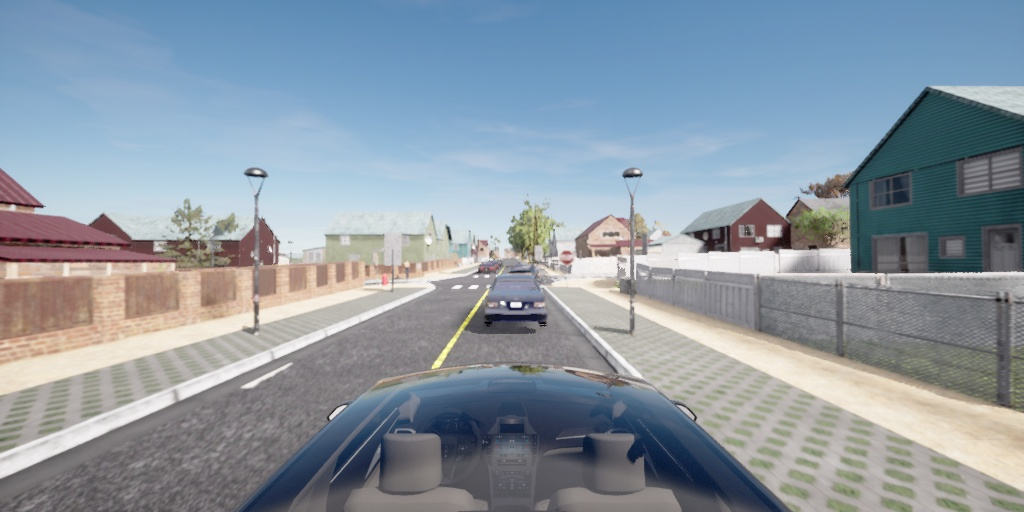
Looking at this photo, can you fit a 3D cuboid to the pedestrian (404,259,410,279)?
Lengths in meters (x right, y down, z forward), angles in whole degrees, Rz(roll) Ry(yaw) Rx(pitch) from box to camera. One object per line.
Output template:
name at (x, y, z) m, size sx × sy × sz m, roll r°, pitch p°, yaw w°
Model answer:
pedestrian at (-9.699, 1.192, 33.188) m, size 0.375 × 1.860 × 0.375 m, roll 0°, pitch 0°, yaw 0°

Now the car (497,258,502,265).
car at (-2.853, 1.282, 51.092) m, size 1.994 × 1.385 × 4.181 m, roll 0°, pitch 0°, yaw 0°

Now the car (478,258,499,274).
car at (-2.841, 1.291, 41.086) m, size 1.994 × 1.385 × 4.181 m, roll 0°, pitch 0°, yaw -2°

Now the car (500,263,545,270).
car at (1.036, 1.226, 23.433) m, size 2.128 × 1.511 × 4.902 m, roll -1°, pitch 0°, yaw 14°

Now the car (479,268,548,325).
car at (0.100, 1.294, 11.711) m, size 2.033 × 1.411 × 5.357 m, roll 0°, pitch 0°, yaw 0°

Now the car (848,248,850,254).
car at (30.000, 0.141, 30.522) m, size 5.566 × 2.045 × 2.150 m, roll -2°, pitch -1°, yaw 0°
